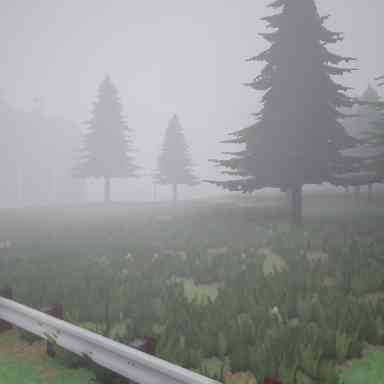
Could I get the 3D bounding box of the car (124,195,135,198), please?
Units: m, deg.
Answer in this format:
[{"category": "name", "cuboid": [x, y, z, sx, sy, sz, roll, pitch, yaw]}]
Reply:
[{"category": "car", "cuboid": [-18.021, 1.532, 93.586, 1.816, 1.474, 4.193, 0, 0, 35]}]
